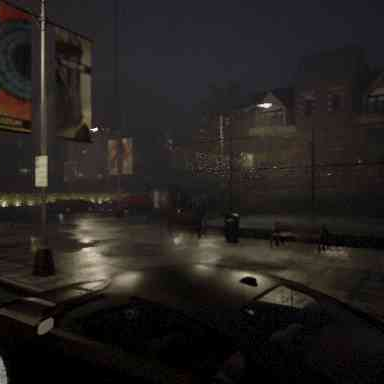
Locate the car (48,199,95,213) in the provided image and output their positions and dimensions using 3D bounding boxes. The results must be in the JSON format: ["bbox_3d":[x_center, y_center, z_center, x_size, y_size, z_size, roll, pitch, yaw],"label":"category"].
[{"bbox_3d":[-13.330,1.567,37.776,1.837,1.490,4.892,0,0,35],"label":"car"}]

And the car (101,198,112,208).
[{"bbox_3d":[-10.735,1.421,47.564,2.097,1.767,4.553,0,0,35],"label":"car"}]

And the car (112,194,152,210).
[{"bbox_3d":[-7.773,1.280,45.689,2.150,2.045,5.566,0,0,35],"label":"car"}]

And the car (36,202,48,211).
[{"bbox_3d":[-16.119,1.561,39.896,2.128,1.511,4.902,0,0,35],"label":"car"}]

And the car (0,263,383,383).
[{"bbox_3d":[-0.190,1.484,3.268,5.008,1.535,2.097,0,0,35],"label":"car"}]
